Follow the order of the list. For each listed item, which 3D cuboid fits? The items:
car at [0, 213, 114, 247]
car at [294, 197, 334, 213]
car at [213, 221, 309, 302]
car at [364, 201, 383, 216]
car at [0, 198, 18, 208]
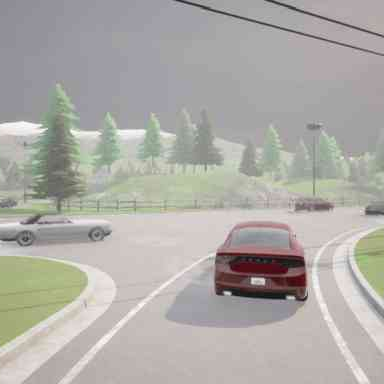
[{"bbox_3d":[-6.035,1.601,15.042,4.718,1.301,1.895,0,0,-28],"label":"car"},{"bbox_3d":[13.761,1.352,37.362,4.553,1.767,2.097,0,0,-28],"label":"car"},{"bbox_3d":[1.794,1.477,8.479,1.882,1.535,5.008,0,0,14],"label":"car"},{"bbox_3d":[18.626,1.563,32.013,4.181,1.385,1.994,0,0,-28],"label":"car"},{"bbox_3d":[-26.116,1.547,46.671,2.033,1.411,5.357,0,0,-12],"label":"car"}]
